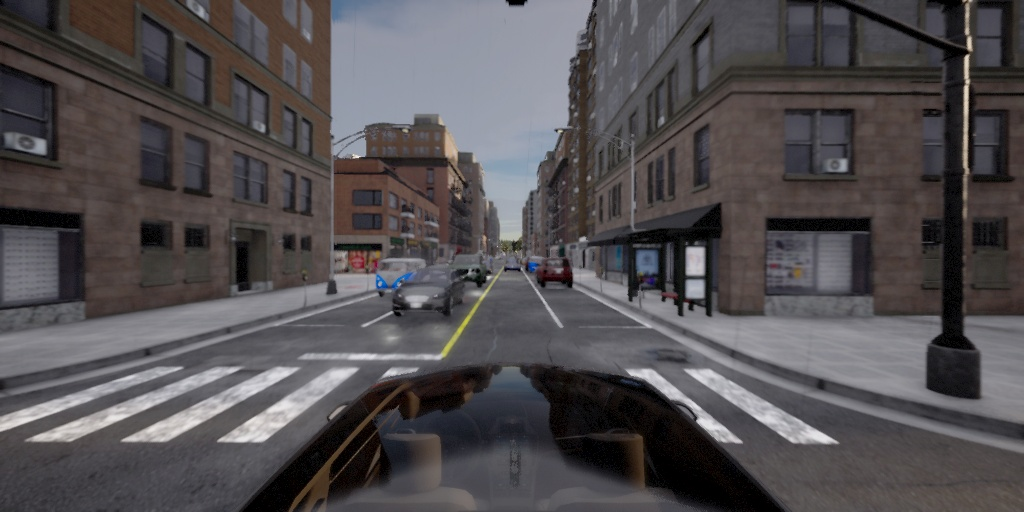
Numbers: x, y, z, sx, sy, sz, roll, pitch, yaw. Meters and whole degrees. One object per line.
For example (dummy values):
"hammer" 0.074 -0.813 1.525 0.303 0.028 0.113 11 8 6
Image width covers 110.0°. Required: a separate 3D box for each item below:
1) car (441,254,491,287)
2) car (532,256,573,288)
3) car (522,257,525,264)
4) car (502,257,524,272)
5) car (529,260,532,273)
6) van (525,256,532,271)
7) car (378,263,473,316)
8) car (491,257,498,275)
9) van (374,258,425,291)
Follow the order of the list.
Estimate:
"car" -2.845 0.873 23.499 2.150 2.045 5.566 0 0 0
"car" 2.703 0.993 23.262 2.192 1.841 5.009 0 0 0
"car" 2.680 0.899 44.888 2.192 1.841 5.009 0 0 0
"car" 0.051 1.146 42.682 1.994 1.385 4.181 0 0 0
"car" 2.697 1.206 28.668 2.007 1.370 4.403 0 0 0
"van" 2.686 0.949 39.481 1.690 1.789 3.998 0 0 0
"car" -2.848 1.187 13.106 2.128 1.511 4.902 0 0 0
"car" -2.833 1.145 35.922 2.033 1.411 5.357 0 0 0
"van" -5.408 1.004 17.853 1.690 1.789 3.998 0 0 0
